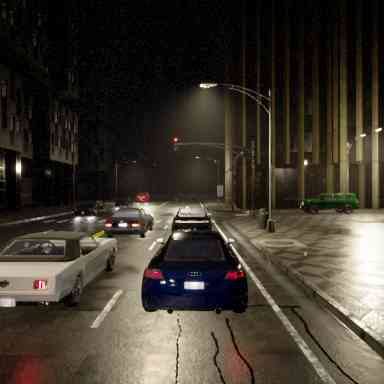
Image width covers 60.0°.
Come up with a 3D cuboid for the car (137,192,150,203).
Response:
[{"bbox_3d":[-9.789,1.065,66.987,2.150,2.045,5.566,0,0,0],"label":"car"}]

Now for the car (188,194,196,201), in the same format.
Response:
[{"bbox_3d":[-0.027,1.342,75.033,2.033,1.411,5.357,0,0,0],"label":"car"}]

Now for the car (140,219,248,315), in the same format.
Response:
[{"bbox_3d":[0.083,1.561,7.682,1.994,1.385,4.181,0,0,1],"label":"car"}]

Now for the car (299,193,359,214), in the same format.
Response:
[{"bbox_3d":[13.556,1.113,33.029,5.566,2.045,2.150,0,0,2],"label":"car"}]

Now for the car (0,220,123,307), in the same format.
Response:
[{"bbox_3d":[-3.150,1.597,7.902,1.895,1.301,4.718,0,0,0],"label":"car"}]

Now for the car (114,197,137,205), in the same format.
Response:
[{"bbox_3d":[-9.866,1.457,48.614,2.033,1.411,5.357,0,0,0],"label":"car"}]

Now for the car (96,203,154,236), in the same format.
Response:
[{"bbox_3d":[-3.158,1.533,17.493,2.033,1.411,5.357,0,0,0],"label":"car"}]

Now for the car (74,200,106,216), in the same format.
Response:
[{"bbox_3d":[-9.863,1.504,32.670,2.033,1.411,5.357,0,0,0],"label":"car"}]

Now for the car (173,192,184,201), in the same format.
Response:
[{"bbox_3d":[-3.277,1.302,75.033,1.837,1.490,4.892,0,0,0],"label":"car"}]

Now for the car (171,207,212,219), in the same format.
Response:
[{"bbox_3d":[-0.007,1.478,16.556,2.128,1.511,4.902,0,0,0],"label":"car"}]

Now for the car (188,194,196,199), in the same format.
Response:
[{"bbox_3d":[-0.030,1.199,85.485,1.895,1.301,4.718,0,0,0],"label":"car"}]
